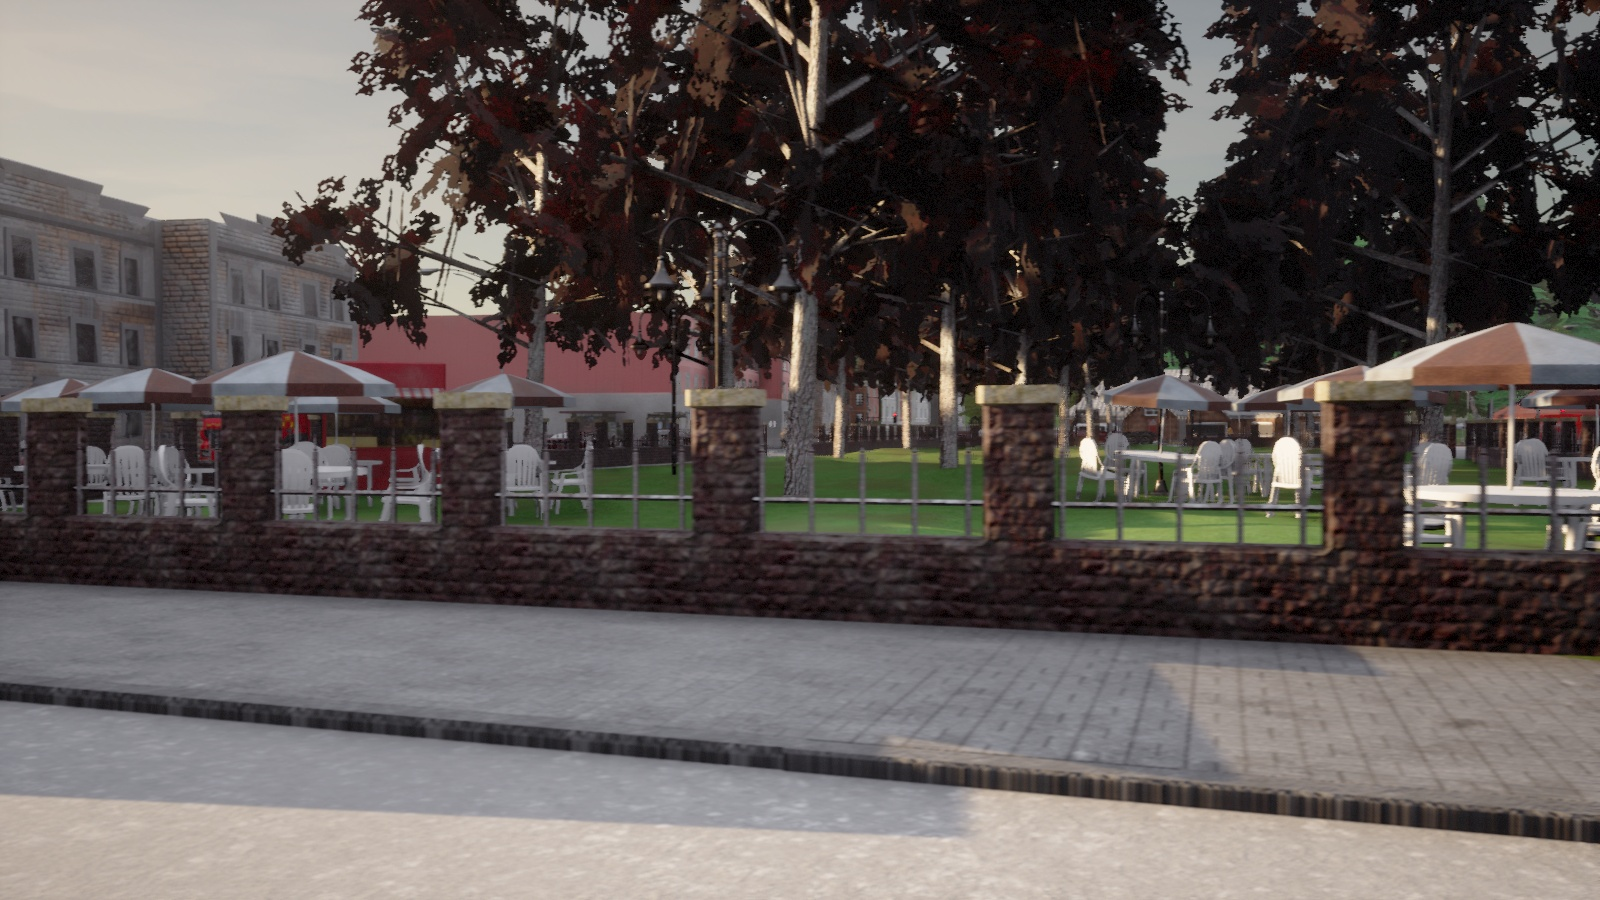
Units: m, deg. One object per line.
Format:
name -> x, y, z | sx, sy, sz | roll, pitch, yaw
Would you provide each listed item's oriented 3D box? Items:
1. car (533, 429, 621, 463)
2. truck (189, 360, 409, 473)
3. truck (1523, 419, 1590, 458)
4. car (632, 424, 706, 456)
car -> -10.399, -0.224, 59.006 | 1.882, 1.535, 5.008 | 1, 1, 18
truck -> -18.526, -1.215, 47.254 | 2.891, 3.827, 8.468 | 1, 1, 18
truck -> 49.304, -0.756, 81.994 | 2.627, 2.467, 5.204 | 1, 1, 19
car -> -7.117, -0.568, 68.802 | 2.152, 1.651, 5.027 | 1, 1, 19
